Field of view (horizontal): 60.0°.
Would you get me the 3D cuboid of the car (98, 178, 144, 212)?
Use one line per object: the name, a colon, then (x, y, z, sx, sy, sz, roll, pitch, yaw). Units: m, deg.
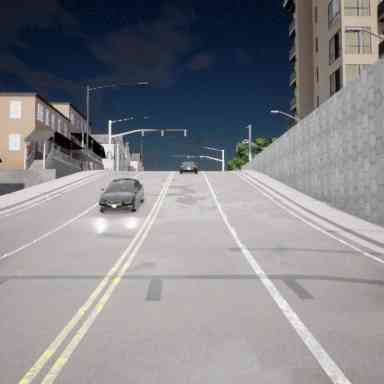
car: (-3.805, 0.088, 18.482, 1.837, 1.490, 4.892, 0, 9, -1)

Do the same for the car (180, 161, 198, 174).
car: (-0.357, -2.807, 37.303, 1.994, 1.385, 4.181, 0, 7, 0)
